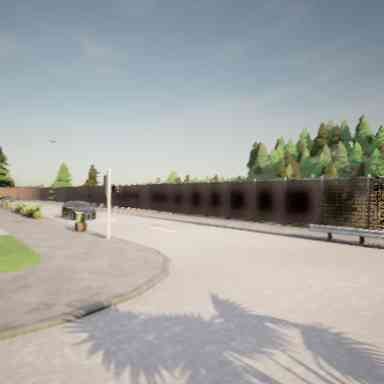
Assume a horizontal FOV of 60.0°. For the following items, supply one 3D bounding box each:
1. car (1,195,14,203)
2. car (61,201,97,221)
[{"bbox_3d":[-34.498,1.376,62.140,2.128,1.511,4.902,1,0,-36],"label":"car"},{"bbox_3d":[-9.385,1.501,27.468,1.837,1.490,4.892,1,0,-36],"label":"car"}]
